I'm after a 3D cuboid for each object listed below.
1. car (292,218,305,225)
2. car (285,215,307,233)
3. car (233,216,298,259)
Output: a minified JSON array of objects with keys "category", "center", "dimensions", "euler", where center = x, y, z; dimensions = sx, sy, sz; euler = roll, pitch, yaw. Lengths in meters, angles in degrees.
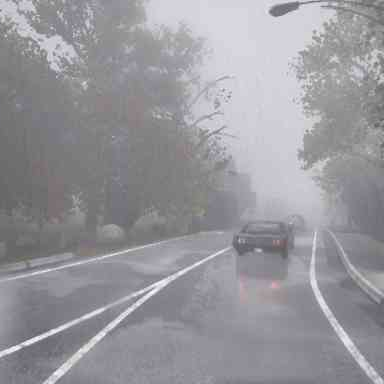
[{"category":"car","center":[23.390,6.409,73.034],"dimensions":[1.812,1.442,4.674],"euler":[0,-5,28]},{"category":"car","center":[8.442,2.602,27.670],"dimensions":[2.033,1.411,5.357],"euler":[0,-4,21]},{"category":"car","center":[3.122,1.831,13.648],"dimensions":[1.895,1.301,4.718],"euler":[0,-2,21]}]
